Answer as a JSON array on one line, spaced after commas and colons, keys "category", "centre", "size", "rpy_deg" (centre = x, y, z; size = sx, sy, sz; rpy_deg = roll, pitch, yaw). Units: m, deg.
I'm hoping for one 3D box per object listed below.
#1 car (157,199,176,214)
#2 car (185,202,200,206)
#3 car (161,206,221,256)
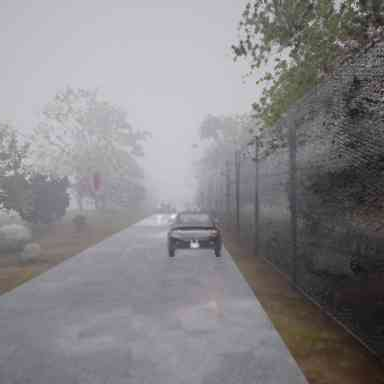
[{"category": "car", "centre": [-2.956, 1.628, 39.335], "size": [2.097, 1.767, 4.553], "rpy_deg": [0, -1, 0]}, {"category": "car", "centre": [0.023, 1.722, 32.435], "size": [2.033, 1.411, 5.357], "rpy_deg": [0, -1, 0]}, {"category": "car", "centre": [0.085, 1.508, 13.129], "size": [2.128, 1.511, 4.902], "rpy_deg": [0, 0, 0]}]
